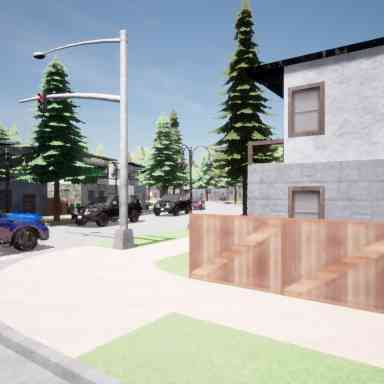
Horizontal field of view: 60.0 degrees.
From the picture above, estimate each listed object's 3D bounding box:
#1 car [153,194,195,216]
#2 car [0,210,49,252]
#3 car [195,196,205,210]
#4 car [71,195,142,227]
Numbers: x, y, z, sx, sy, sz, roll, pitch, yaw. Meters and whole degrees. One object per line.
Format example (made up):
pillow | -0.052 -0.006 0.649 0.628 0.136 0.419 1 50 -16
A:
car | -1.830 1.202 32.509 2.150 2.045 5.566 0 0 18
car | -8.028 1.206 11.630 2.150 2.045 5.566 2 1 42
car | 0.419 1.333 42.111 2.097 1.767 4.553 0 0 9
car | -5.715 1.202 23.130 2.150 2.045 5.566 0 0 27
